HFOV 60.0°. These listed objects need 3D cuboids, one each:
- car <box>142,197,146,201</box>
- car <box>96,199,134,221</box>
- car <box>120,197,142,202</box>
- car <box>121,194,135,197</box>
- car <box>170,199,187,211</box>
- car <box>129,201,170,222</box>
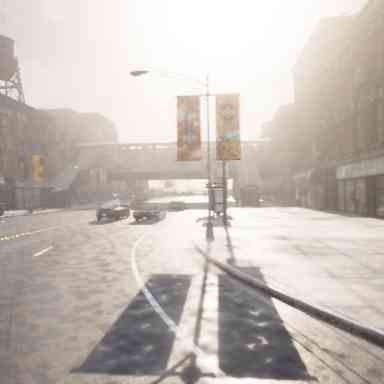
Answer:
[{"bbox_3d":[-12.377,1.782,75.138,1.895,1.301,4.718,-1,0,5],"label":"car"},{"bbox_3d":[-6.683,1.622,28.447,1.812,1.442,4.674,-1,0,5],"label":"car"},{"bbox_3d":[-8.737,1.744,44.727,2.033,1.411,5.357,-1,0,6],"label":"car"},{"bbox_3d":[-13.063,1.423,67.774,2.435,2.045,5.566,-1,0,5],"label":"car"},{"bbox_3d":[-1.881,1.597,41.998,1.994,1.385,4.181,-1,0,7],"label":"car"},{"bbox_3d":[-3.330,1.650,27.074,1.895,1.301,4.718,-1,0,5],"label":"car"}]
